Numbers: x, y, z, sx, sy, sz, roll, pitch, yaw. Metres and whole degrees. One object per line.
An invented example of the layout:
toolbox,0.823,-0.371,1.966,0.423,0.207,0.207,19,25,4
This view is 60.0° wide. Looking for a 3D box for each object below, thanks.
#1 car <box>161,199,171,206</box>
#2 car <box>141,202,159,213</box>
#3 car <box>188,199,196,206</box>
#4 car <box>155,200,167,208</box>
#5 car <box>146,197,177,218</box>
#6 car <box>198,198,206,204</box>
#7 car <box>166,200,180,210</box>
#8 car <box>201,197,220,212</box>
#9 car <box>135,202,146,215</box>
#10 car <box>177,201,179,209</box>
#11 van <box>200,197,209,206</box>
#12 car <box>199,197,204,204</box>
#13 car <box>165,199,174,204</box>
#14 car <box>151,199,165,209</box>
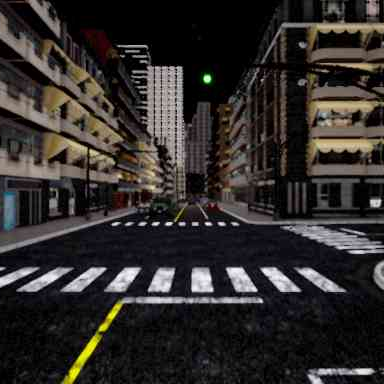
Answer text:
car,-5.674,2.255,72.725,1.752,1.417,4.829,-1,-1,0
car,-5.683,2.011,45.256,1.947,1.339,4.313,0,-1,0
car,0.026,2.283,74.001,2.033,1.411,5.357,0,-1,0
car,-5.678,2.197,61.839,1.802,1.307,4.206,-1,-1,0
car,-3.089,1.558,34.519,2.150,2.045,5.566,0,-1,0
car,2.712,2.453,89.470,1.887,1.381,4.507,-1,-1,0
car,-3.050,2.092,54.982,2.033,1.411,5.357,0,-1,0
car,2.696,1.885,45.250,1.967,1.590,4.097,-1,-1,0
car,-5.685,1.940,39.729,2.008,1.369,4.403,0,-1,0
car,-3.077,1.962,44.349,1.812,1.442,4.674,0,-1,0
van,2.704,2.072,72.888,1.690,1.788,3.998,-1,-1,0
car,2.703,2.166,61.831,2.008,1.369,4.403,-1,-1,0
car,-5.670,2.431,83.950,1.802,1.307,4.206,-1,-1,0
car,-5.681,1.999,56.313,1.967,1.590,4.097,-1,-1,0
